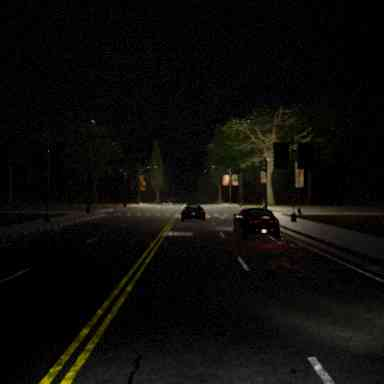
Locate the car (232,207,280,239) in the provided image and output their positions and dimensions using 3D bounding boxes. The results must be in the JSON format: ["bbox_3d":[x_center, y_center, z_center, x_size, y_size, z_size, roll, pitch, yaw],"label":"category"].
[{"bbox_3d":[3.375,1.594,17.963,1.837,1.490,4.892,0,0,0],"label":"car"}]

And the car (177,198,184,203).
[{"bbox_3d":[-3.121,2.375,90.801,1.994,1.385,4.181,0,-1,0],"label":"car"}]

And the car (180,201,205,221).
[{"bbox_3d":[0.140,1.728,28.898,1.994,1.385,4.181,0,0,0],"label":"car"}]

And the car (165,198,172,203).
[{"bbox_3d":[-6.371,2.347,90.806,2.128,1.511,4.902,0,-1,0],"label":"car"}]
